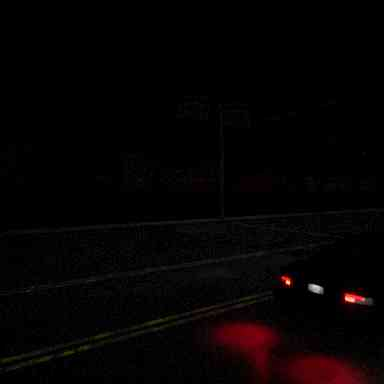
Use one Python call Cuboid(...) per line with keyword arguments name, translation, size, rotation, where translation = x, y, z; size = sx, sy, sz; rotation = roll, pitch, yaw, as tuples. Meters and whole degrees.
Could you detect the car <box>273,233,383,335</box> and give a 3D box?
Cuboid(name="car", translation=(3.967, 1.547, 6.600), size=(5.357, 1.411, 2.033), rotation=(0, 0, -35))
